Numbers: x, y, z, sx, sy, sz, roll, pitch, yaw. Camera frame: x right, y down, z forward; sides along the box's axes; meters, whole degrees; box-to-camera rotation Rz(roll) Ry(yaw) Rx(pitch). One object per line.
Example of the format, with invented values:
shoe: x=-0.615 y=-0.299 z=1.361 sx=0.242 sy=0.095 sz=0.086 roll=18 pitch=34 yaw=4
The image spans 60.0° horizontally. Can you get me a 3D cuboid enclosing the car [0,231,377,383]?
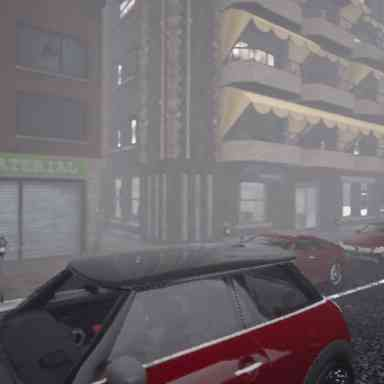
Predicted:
car: x=-0.594 y=1.361 z=2.952 sx=4.553 sy=1.767 sz=2.097 roll=1 pitch=0 yaw=-36

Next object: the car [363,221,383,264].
car: x=6.693 y=1.681 z=11.336 sx=4.206 sy=1.307 sz=1.802 roll=1 pitch=0 yaw=-36

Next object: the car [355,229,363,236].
car: x=2.095 y=1.633 z=8.056 sx=4.206 sy=1.307 sz=1.802 roll=1 pitch=0 yaw=-36
